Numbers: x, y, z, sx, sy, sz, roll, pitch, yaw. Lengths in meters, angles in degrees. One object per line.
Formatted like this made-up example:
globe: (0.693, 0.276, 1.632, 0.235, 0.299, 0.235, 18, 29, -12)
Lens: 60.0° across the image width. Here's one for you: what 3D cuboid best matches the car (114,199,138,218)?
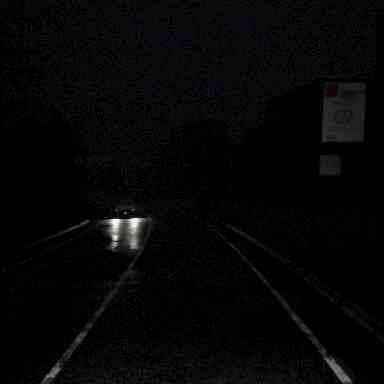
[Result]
car: (-5.598, 1.375, 28.304, 1.812, 1.442, 4.674, -1, 0, -10)
